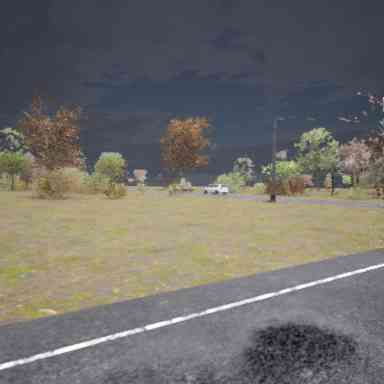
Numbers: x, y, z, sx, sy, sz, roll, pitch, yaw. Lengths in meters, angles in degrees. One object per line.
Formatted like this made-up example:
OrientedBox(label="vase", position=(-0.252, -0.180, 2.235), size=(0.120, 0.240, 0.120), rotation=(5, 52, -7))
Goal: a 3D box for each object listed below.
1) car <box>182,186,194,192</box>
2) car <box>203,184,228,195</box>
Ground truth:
OrientedBox(label="car", position=(-1.597, -0.581, 71.345), size=(1.895, 1.301, 4.718), rotation=(0, 2, -36))
OrientedBox(label="car", position=(4.484, -0.517, 62.867), size=(2.150, 2.045, 5.566), rotation=(0, 2, -36))
